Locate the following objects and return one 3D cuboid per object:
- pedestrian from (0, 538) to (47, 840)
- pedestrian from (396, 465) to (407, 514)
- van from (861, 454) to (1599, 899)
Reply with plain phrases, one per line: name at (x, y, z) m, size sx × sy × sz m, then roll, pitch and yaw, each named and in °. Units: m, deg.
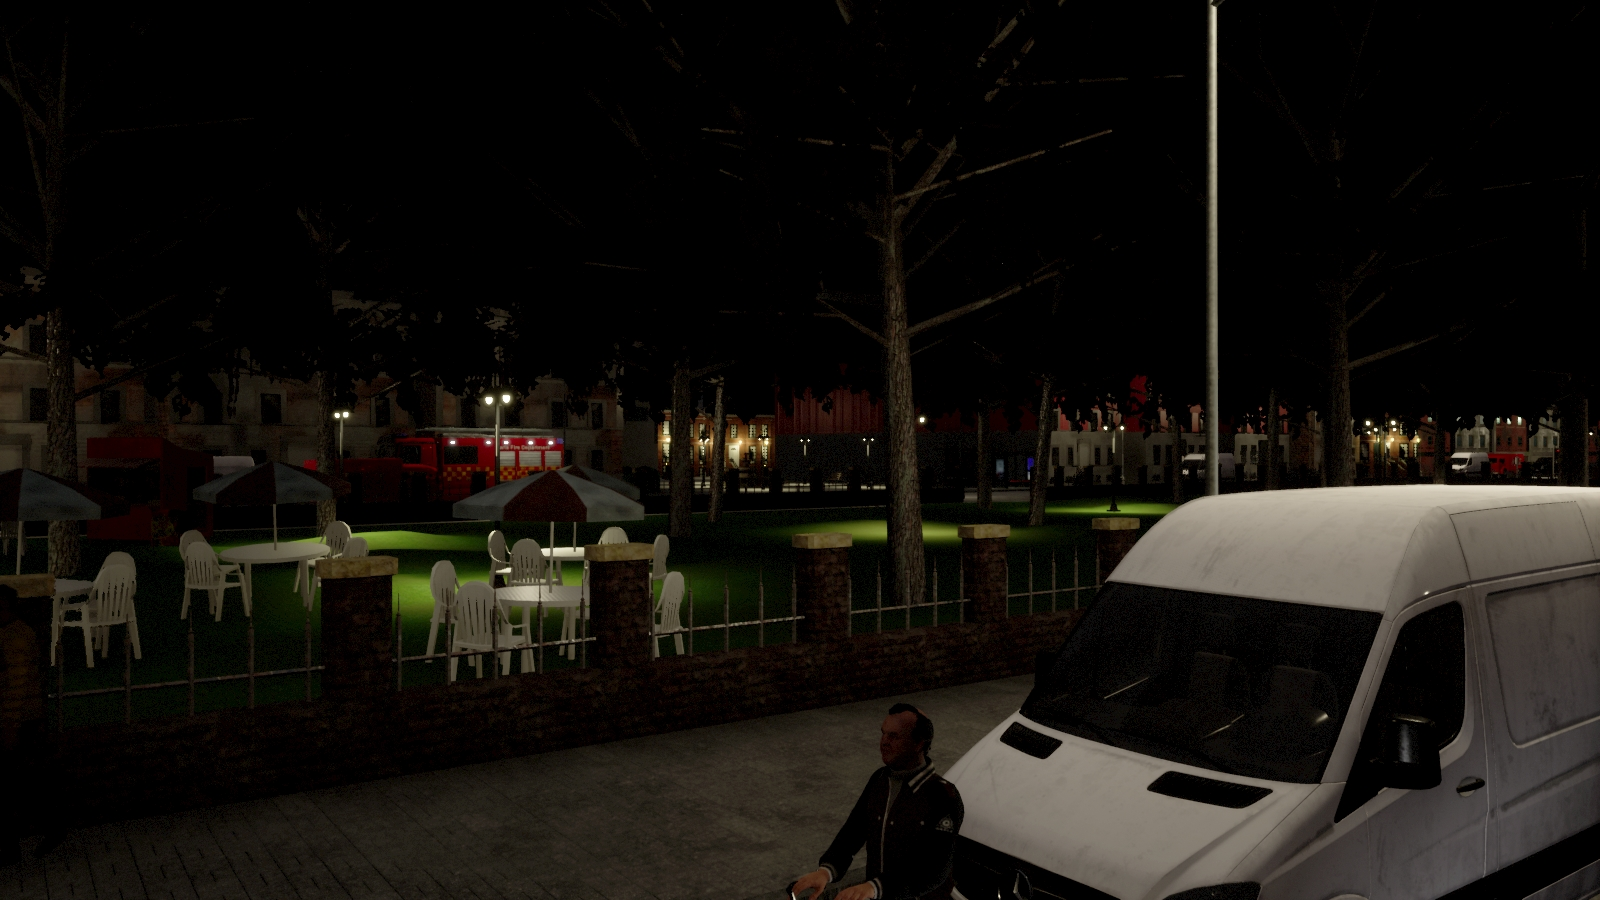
pedestrian at (-5.078, 1.516, 7.350) m, size 0.375 × 1.860 × 0.375 m, roll 0°, pitch 0°, yaw -36°
pedestrian at (-15.308, 1.525, 43.881) m, size 0.375 × 1.860 × 0.375 m, roll 0°, pitch 0°, yaw -16°
van at (3.302, 1.314, 6.746) m, size 5.915 × 2.561 × 1.988 m, roll 0°, pitch 0°, yaw -35°
